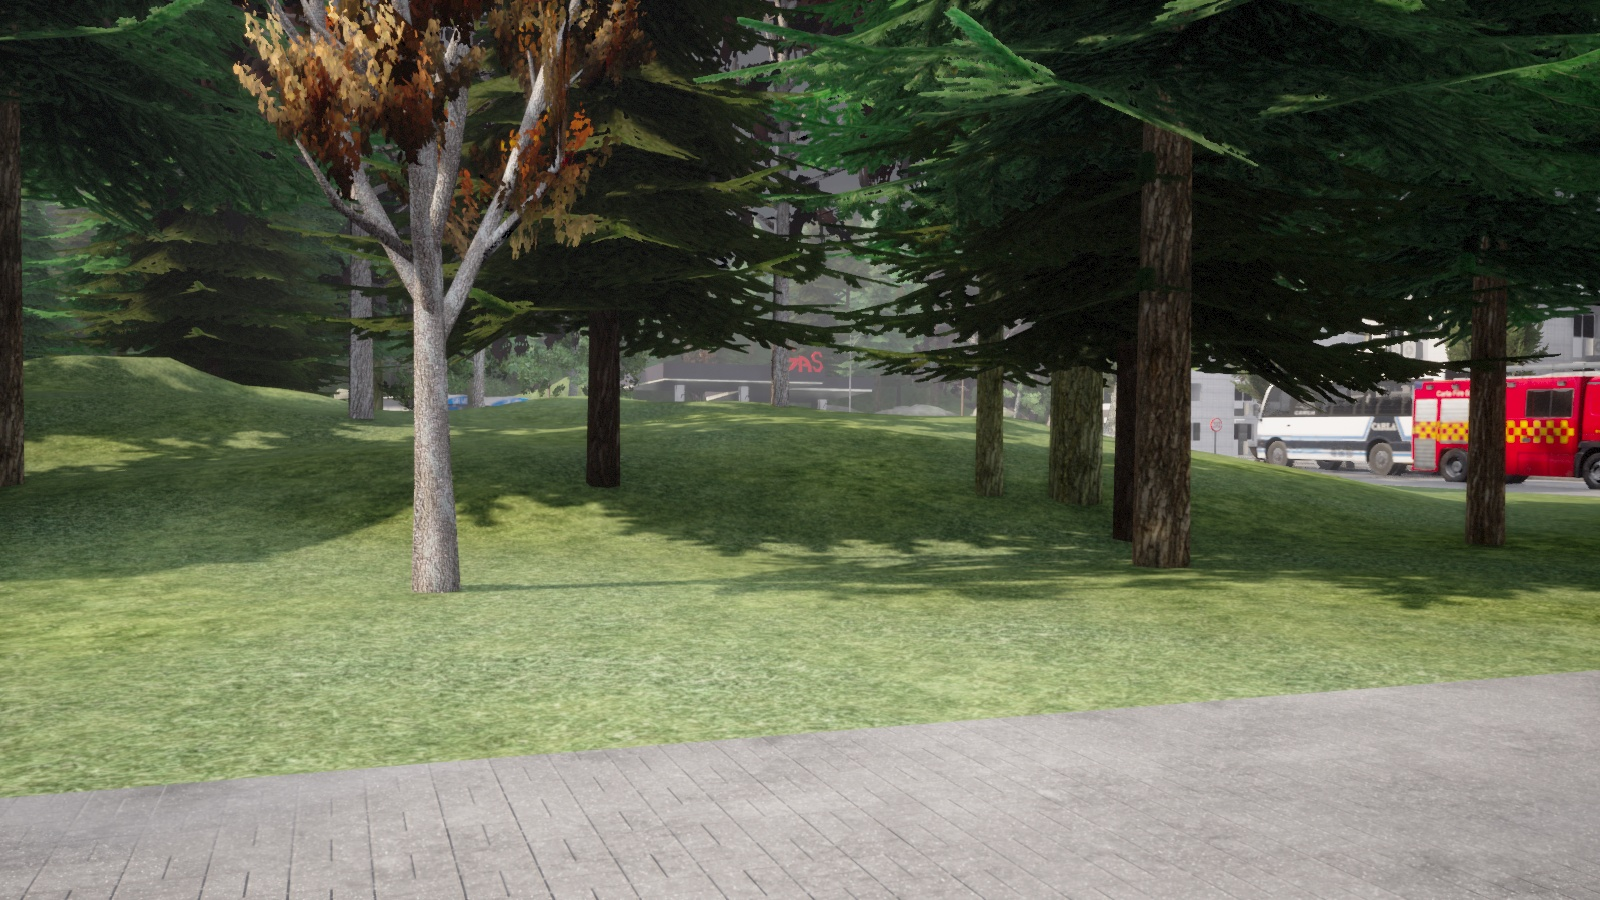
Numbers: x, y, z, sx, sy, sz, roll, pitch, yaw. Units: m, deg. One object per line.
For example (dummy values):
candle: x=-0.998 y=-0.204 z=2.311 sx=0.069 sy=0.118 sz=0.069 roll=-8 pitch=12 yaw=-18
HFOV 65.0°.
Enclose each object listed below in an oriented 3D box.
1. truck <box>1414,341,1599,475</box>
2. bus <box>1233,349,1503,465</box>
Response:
truck: x=23.331 y=-1.247 z=38.478 sx=2.891 sy=3.827 sz=8.468 roll=-1 pitch=1 yaw=-20
bus: x=22.806 y=-1.661 z=51.365 sx=3.944 sy=4.253 sz=10.273 roll=-1 pitch=1 yaw=-20
